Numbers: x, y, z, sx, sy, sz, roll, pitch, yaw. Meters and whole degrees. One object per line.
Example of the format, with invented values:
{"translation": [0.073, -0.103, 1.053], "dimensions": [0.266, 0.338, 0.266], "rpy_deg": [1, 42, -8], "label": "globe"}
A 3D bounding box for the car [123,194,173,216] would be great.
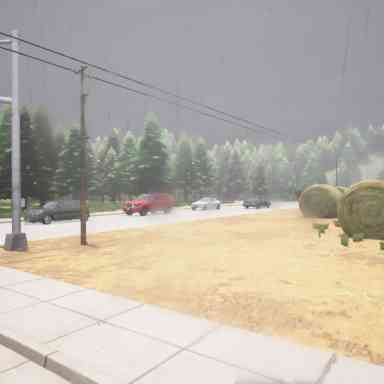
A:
{"translation": [-4.135, 1.180, 32.369], "dimensions": [2.150, 2.045, 5.566], "rpy_deg": [0, 0, 37], "label": "car"}

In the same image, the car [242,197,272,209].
{"translation": [8.466, 1.411, 43.123], "dimensions": [2.033, 1.411, 5.357], "rpy_deg": [0, 0, 37], "label": "car"}

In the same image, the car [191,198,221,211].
{"translation": [1.778, 1.431, 40.310], "dimensions": [1.812, 1.442, 4.674], "rpy_deg": [0, 0, 37], "label": "car"}

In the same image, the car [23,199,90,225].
{"translation": [-9.918, 1.362, 24.591], "dimensions": [2.097, 1.767, 4.553], "rpy_deg": [0, 0, 37], "label": "car"}
